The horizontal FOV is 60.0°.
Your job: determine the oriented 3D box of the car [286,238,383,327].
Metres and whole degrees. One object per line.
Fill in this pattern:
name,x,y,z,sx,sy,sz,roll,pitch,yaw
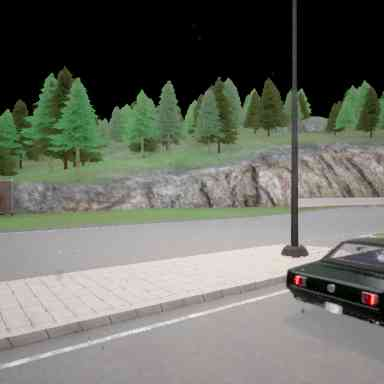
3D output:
car,4.110,1.601,6.673,4.718,1.301,1.895,0,0,-35
